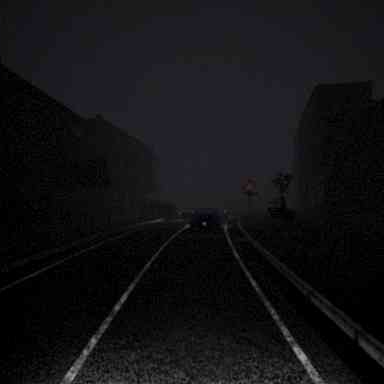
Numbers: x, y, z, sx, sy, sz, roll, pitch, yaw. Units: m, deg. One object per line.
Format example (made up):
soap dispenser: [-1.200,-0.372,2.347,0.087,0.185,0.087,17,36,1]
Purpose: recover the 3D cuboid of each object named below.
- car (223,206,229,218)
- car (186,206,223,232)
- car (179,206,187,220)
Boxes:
car: [3.455,2.456,40.869,1.812,1.442,4.674,-1,-2,10]
car: [0.962,1.807,22.394,1.882,1.535,5.008,0,-1,5]
car: [-0.233,2.343,38.330,1.882,1.535,5.008,-1,-2,10]
